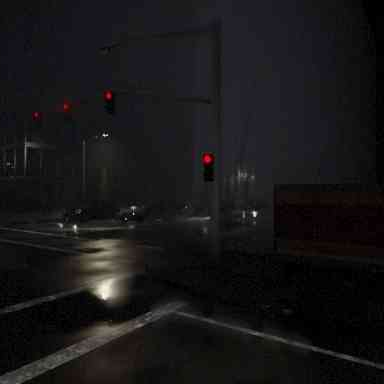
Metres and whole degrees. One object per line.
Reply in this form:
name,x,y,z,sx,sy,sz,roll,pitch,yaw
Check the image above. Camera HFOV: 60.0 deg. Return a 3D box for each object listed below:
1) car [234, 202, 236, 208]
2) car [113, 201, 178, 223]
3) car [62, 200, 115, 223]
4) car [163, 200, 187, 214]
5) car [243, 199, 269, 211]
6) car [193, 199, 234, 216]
car,3.699,1.603,42.104,2.033,1.411,5.357,0,0,35
car,-3.525,1.656,26.016,1.895,1.301,4.718,0,0,36
car,-7.789,1.407,26.068,2.097,1.767,4.553,0,0,36
car,-2.469,1.560,33.498,1.837,1.490,4.892,0,0,36
car,8.224,1.581,42.388,1.812,1.442,4.674,0,0,36
car,1.997,1.533,33.720,1.882,1.535,5.008,0,0,35
